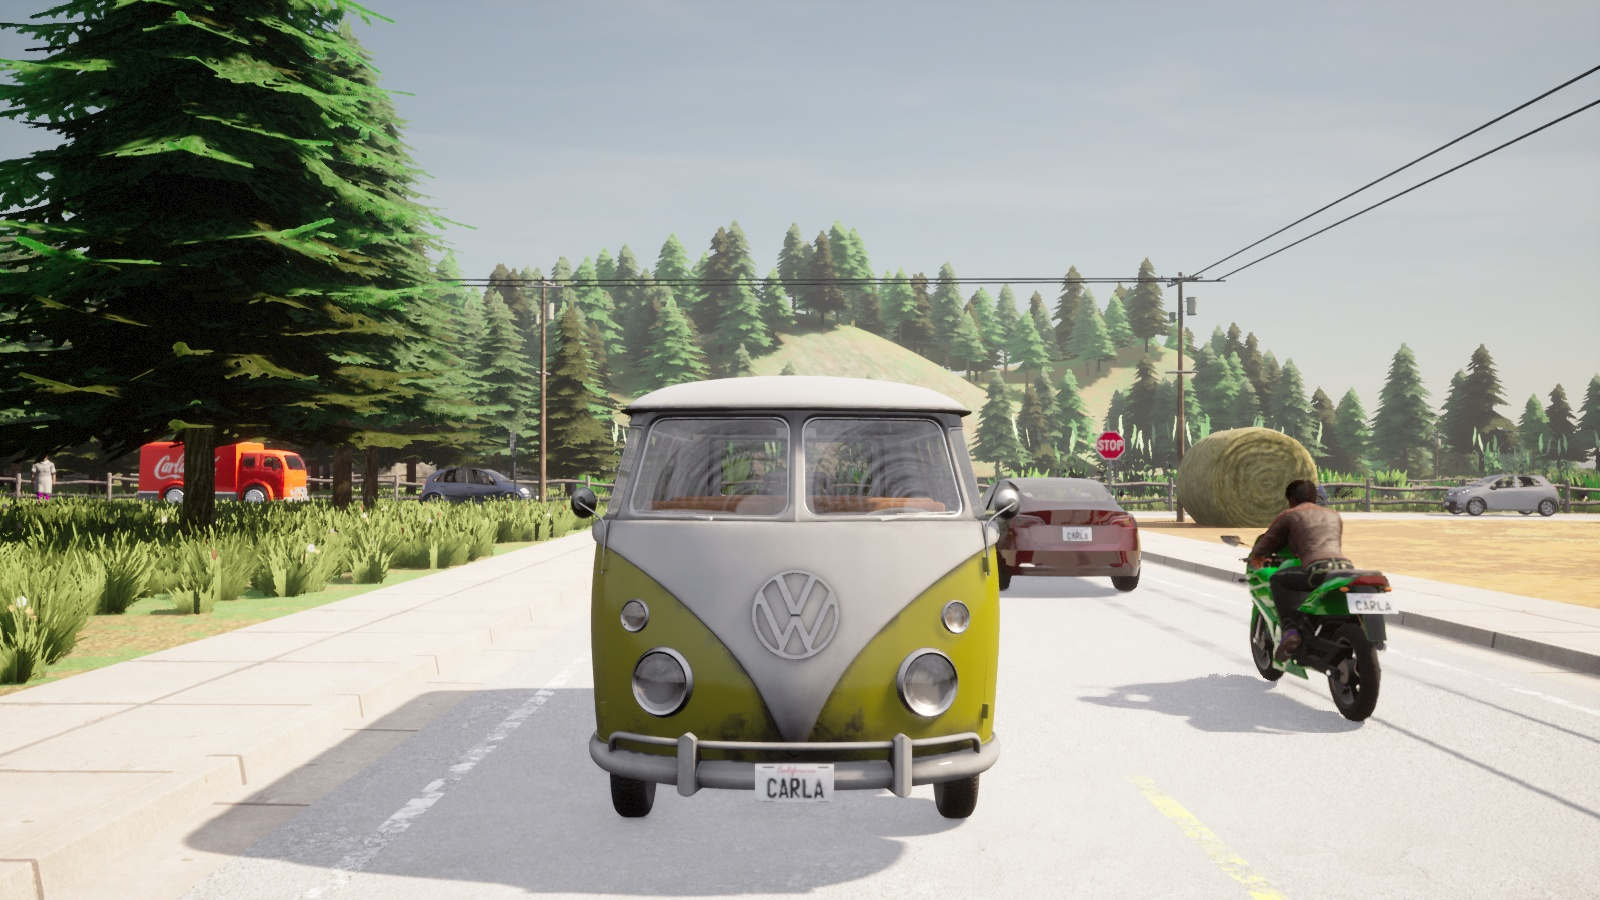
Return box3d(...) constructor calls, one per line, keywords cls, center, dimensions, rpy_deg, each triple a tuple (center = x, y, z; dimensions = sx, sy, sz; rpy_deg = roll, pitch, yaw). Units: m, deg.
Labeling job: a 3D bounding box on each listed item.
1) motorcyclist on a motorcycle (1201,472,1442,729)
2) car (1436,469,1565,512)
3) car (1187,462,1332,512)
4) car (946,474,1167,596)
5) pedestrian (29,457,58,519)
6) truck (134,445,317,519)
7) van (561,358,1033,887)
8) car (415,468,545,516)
box3d(cls="motorcyclist on a motorcycle", center=(3.479, 0.929, 8.616), dimensions=(0.797, 1.523, 2.044), rpy_deg=(0, 0, 0))
box3d(cls="car", center=(25.302, 1.454, 45.461), dimensions=(3.633, 1.501, 1.845), rpy_deg=(0, -1, 3))
box3d(cls="car", center=(16.717, 1.340, 45.861), dimensions=(4.553, 1.767, 2.097), rpy_deg=(0, -1, 3))
box3d(cls="car", center=(3.458, 1.101, 17.971), dimensions=(2.163, 1.488, 4.792), rpy_deg=(0, -1, 0))
box3d(cls="pedestrian", center=(-24.394, 1.216, 40.498), dimensions=(0.659, 1.952, 0.873), rpy_deg=(0, -1, -22))
box3d(cls="truck", center=(-20.062, 1.111, 44.039), dimensions=(5.204, 2.467, 2.627), rpy_deg=(0, -1, 2))
box3d(cls="van", center=(-0.017, 0.684, 6.965), dimensions=(1.775, 1.987, 4.442), rpy_deg=(0, -1, 0))
box3d(cls="car", center=(-11.075, 1.453, 43.640), dimensions=(3.988, 1.617, 1.851), rpy_deg=(0, -1, 3))
